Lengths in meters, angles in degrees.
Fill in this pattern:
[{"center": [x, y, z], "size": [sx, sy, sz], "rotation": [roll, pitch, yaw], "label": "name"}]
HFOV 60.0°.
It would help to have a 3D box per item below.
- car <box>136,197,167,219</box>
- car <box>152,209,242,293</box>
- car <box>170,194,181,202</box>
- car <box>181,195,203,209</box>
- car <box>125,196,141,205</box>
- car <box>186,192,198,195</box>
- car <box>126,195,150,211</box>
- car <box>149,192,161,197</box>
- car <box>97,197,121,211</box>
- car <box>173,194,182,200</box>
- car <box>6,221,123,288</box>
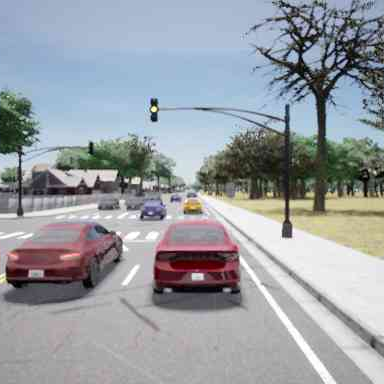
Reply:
[{"center": [-3.155, 1.447, 27.706], "size": [1.812, 1.442, 4.674], "rotation": [0, 0, 0], "label": "car"}, {"center": [0.097, 1.453, 8.797], "size": [1.882, 1.535, 5.008], "rotation": [0, 0, 0], "label": "car"}, {"center": [-3.257, 1.144, 66.485], "size": [2.097, 1.767, 4.553], "rotation": [0, 0, 0], "label": "car"}, {"center": [0.099, 1.375, 35.341], "size": [1.882, 1.535, 5.008], "rotation": [0, 0, 0], "label": "car"}, {"center": [-9.818, 1.355, 55.908], "size": [1.812, 1.442, 4.674], "rotation": [0, 0, 0], "label": "car"}, {"center": [-0.007, 1.015, 66.128], "size": [2.150, 2.045, 5.566], "rotation": [0, 0, 0], "label": "car"}, {"center": [-6.596, 1.389, 39.479], "size": [1.837, 1.490, 4.892], "rotation": [0, 0, 0], "label": "car"}, {"center": [-6.556, 1.047, 57.684], "size": [2.150, 2.045, 5.566], "rotation": [0, 0, 0], "label": "car"}, {"center": [-9.847, 1.386, 39.731], "size": [1.837, 1.490, 4.892], "rotation": [0, 1, 0], "label": "car"}, {"center": [-3.259, 1.183, 76.547], "size": [1.895, 1.301, 4.718], "rotation": [0, 0, 0], "label": "car"}, {"center": [-3.151, 1.501, 9.005], "size": [1.812, 1.442, 4.674], "rotation": [0, 0, 0], "label": "car"}]
